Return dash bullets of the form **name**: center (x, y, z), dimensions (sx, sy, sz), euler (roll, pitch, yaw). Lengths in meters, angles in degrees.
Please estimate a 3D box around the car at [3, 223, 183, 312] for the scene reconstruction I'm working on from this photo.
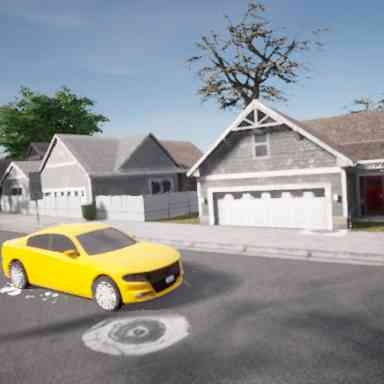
- **car**: center (-2.555, 1.530, 8.060), dimensions (5.008, 1.535, 1.882), euler (-1, 4, 33)
